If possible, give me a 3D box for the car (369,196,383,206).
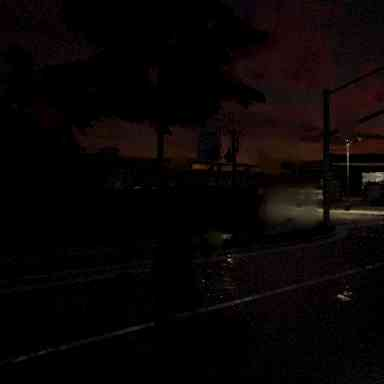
[{"bbox_3d":[28.395,1.274,48.458,2.242,1.667,4.611,0,0,-35],"label":"car"}]
